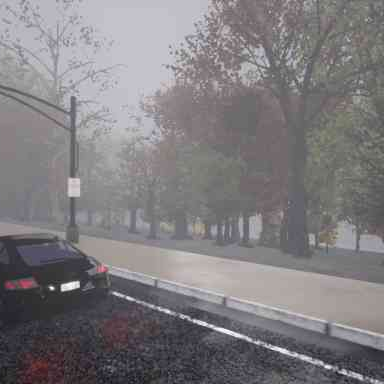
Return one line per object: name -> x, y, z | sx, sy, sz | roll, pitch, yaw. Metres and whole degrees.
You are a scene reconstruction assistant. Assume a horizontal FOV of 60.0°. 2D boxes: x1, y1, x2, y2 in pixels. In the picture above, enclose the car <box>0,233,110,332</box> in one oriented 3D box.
car -> -3.560, 1.562, 6.964 | 4.181, 1.385, 1.994 | 0, 0, 42
